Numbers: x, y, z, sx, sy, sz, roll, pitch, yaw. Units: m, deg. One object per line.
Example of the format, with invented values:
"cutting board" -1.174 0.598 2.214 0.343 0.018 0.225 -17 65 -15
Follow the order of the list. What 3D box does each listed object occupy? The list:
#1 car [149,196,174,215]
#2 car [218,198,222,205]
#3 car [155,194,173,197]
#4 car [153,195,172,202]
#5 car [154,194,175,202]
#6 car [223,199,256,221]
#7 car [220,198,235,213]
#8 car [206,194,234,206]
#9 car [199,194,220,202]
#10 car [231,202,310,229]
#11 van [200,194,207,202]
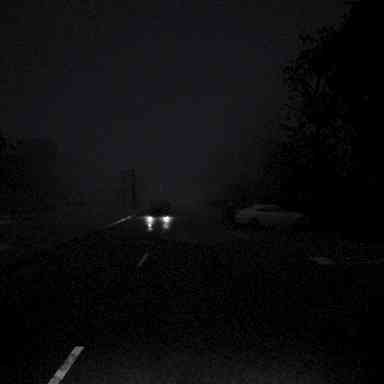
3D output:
"car" -3.250 1.537 34.189 1.882 1.535 5.008 0 0 0
"car" 5.081 1.541 30.927 4.674 1.452 2.002 0 0 0
"car" -7.569 1.691 79.765 5.366 1.575 1.946 0 -1 0
"car" -7.379 1.621 82.686 4.553 1.767 2.185 0 -1 -1
"car" -7.470 1.719 91.916 5.566 2.045 2.435 0 -2 -1
"car" 5.090 1.496 24.378 5.008 1.535 2.097 0 0 0
"car" 5.079 1.500 27.651 4.892 1.521 2.231 0 0 0
"car" 5.114 1.397 55.263 4.553 1.767 2.185 0 0 0
"car" 4.763 1.679 90.402 5.566 2.045 2.435 0 -2 -1
"car" 5.082 1.533 21.229 4.674 1.452 2.002 0 0 0
"van" 4.772 1.462 79.229 4.442 1.987 1.878 0 -1 0
